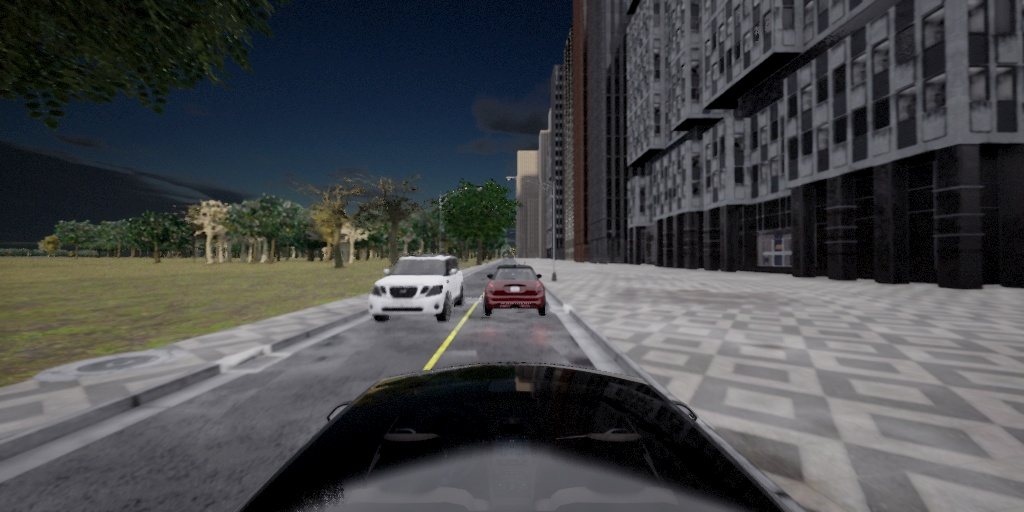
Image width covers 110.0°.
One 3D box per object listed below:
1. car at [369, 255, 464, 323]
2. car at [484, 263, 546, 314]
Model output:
[{"bbox_3d":[-3.001,0.970,12.539,2.150,2.045,5.566,0,0,0],"label":"car"},{"bbox_3d":[0.099,1.101,13.815,2.097,1.767,4.553,0,0,0],"label":"car"}]
